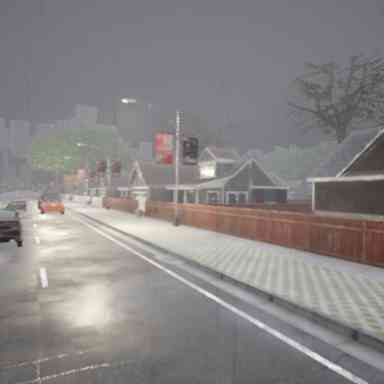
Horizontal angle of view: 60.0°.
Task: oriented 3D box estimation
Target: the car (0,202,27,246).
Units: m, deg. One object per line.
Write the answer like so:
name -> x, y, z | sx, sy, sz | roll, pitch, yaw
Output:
car -> -8.484, 1.433, 14.732 | 1.882, 1.535, 5.008 | 1, 0, -26

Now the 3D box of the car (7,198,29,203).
car -> -19.388, 1.396, 37.075 | 2.128, 1.511, 4.902 | 1, 0, -26

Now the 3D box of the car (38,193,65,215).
car -> -14.152, 1.313, 33.677 | 2.097, 1.767, 4.553 | 1, 0, -25
